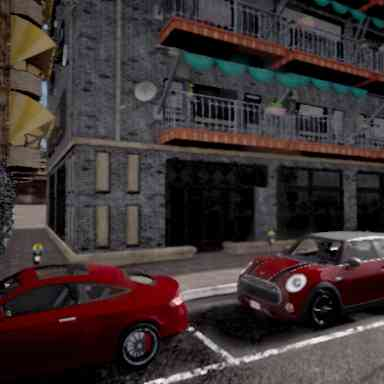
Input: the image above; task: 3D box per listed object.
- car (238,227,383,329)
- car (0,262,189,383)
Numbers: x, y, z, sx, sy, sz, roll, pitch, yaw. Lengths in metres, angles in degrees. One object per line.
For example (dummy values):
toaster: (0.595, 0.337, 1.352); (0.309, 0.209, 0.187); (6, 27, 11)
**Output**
car: (2.971, 1.618, 7.182); (4.097, 1.590, 1.967); (1, -1, -27)
car: (-2.080, 1.714, 4.620); (4.206, 1.307, 1.802); (0, -1, -27)
